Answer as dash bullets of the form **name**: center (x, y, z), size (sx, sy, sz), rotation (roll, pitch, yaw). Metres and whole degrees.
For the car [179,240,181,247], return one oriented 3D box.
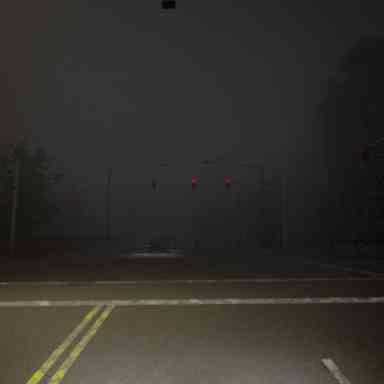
- **car**: center (-3.316, 9.639, 64.297), size (2.097, 1.767, 4.553), rotation (0, -8, 0)

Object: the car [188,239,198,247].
- **car**: center (0.177, 9.156, 60.053), size (2.128, 1.511, 4.902), rotation (0, -8, 0)

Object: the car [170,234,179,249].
- **car**: center (-3.433, 6.921, 46.440), size (2.150, 2.045, 5.566), rotation (0, -7, 1)

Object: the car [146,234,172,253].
- **car**: center (-3.489, 5.430, 34.286), size (1.882, 1.535, 5.008), rotation (0, -8, 0)
